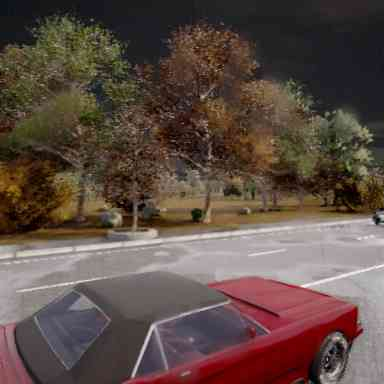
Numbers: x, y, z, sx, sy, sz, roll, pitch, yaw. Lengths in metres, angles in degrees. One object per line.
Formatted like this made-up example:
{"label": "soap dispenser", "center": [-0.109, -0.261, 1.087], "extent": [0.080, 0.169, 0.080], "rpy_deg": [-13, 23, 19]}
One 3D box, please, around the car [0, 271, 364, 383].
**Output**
{"label": "car", "center": [-0.148, 1.601, 3.640], "extent": [4.718, 1.301, 1.895], "rpy_deg": [0, 0, -36]}

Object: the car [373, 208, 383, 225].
{"label": "car", "center": [14.288, 1.496, 22.781], "extent": [4.902, 1.511, 2.128], "rpy_deg": [0, 0, -35]}
